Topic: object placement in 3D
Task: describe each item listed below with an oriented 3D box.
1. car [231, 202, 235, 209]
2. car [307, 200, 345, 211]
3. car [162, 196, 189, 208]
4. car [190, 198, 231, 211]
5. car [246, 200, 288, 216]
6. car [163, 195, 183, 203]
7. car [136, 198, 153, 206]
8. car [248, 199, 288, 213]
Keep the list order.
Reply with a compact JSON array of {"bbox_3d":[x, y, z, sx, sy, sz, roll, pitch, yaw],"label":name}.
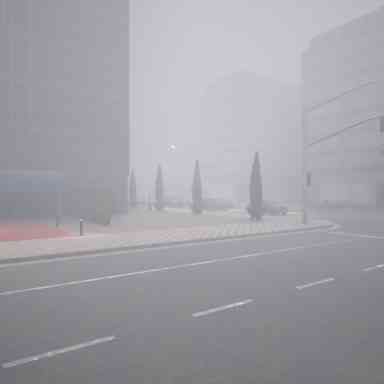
[{"bbox_3d":[3.798,1.564,44.873,1.994,1.385,4.181,0,0,-35],"label":"car"},{"bbox_3d":[15.815,1.601,40.118,1.895,1.301,4.718,0,0,-34],"label":"car"},{"bbox_3d":[-2.959,1.352,48.452,2.097,1.767,4.553,0,0,-35],"label":"car"},{"bbox_3d":[2.210,1.505,41.029,1.837,1.490,4.892,0,0,-35],"label":"car"},{"bbox_3d":[7.457,1.526,33.507,1.812,1.442,4.674,0,0,-37],"label":"car"},{"bbox_3d":[-3.959,1.477,68.570,1.882,1.535,5.008,0,0,-35],"label":"car"},{"bbox_3d":[-8.528,1.601,56.490,1.895,1.301,4.718,0,0,-34],"label":"car"},{"bbox_3d":[8.604,1.564,37.981,1.994,1.385,4.181,0,0,-35],"label":"car"}]
